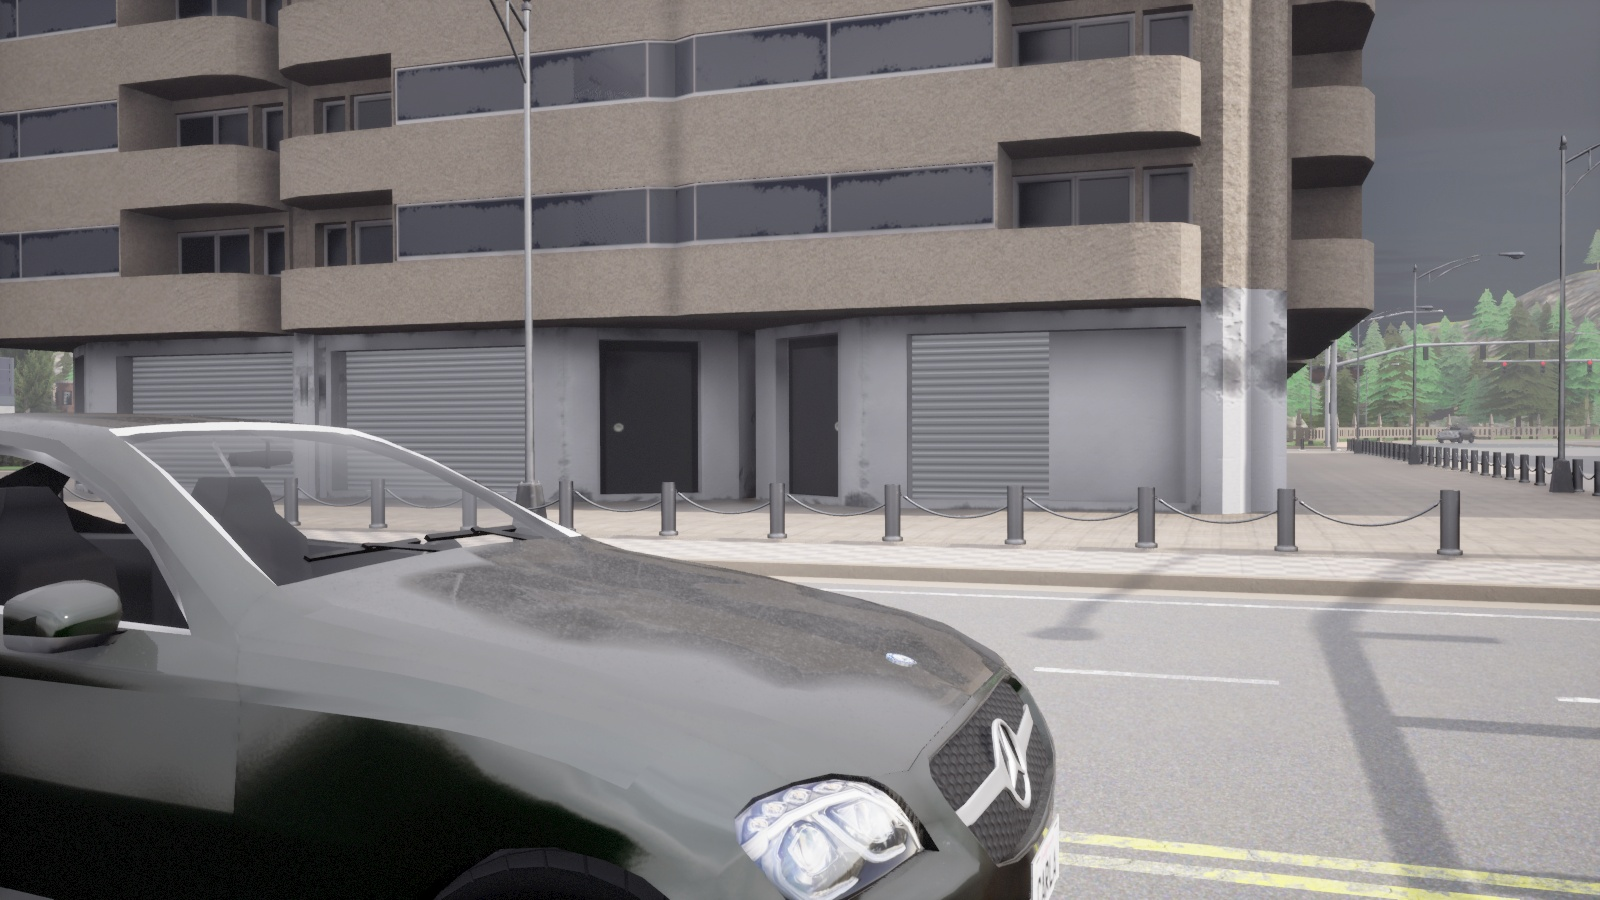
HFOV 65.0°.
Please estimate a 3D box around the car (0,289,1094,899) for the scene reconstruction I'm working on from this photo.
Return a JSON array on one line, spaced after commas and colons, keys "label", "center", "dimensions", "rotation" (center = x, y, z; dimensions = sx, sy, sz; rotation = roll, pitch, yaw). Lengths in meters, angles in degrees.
[{"label": "car", "center": [-1.794, 0.538, 3.794], "dimensions": [5.027, 1.651, 2.152], "rotation": [1, 1, 19]}]
